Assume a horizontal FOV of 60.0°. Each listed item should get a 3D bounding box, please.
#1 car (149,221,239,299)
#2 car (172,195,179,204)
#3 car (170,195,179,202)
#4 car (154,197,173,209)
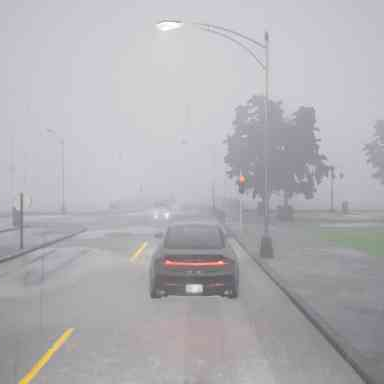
[{"bbox_3d":[0.061,1.504,8.454,1.837,1.490,4.892,0,0,0],"label":"car"},{"bbox_3d":[-4.052,1.557,62.331,1.994,1.385,4.181,0,0,1],"label":"car"},{"bbox_3d":[-3.995,1.480,77.353,1.837,1.490,4.892,0,0,0],"label":"car"},{"bbox_3d":[-4.091,1.596,45.235,1.895,1.301,4.718,0,0,0],"label":"car"}]
